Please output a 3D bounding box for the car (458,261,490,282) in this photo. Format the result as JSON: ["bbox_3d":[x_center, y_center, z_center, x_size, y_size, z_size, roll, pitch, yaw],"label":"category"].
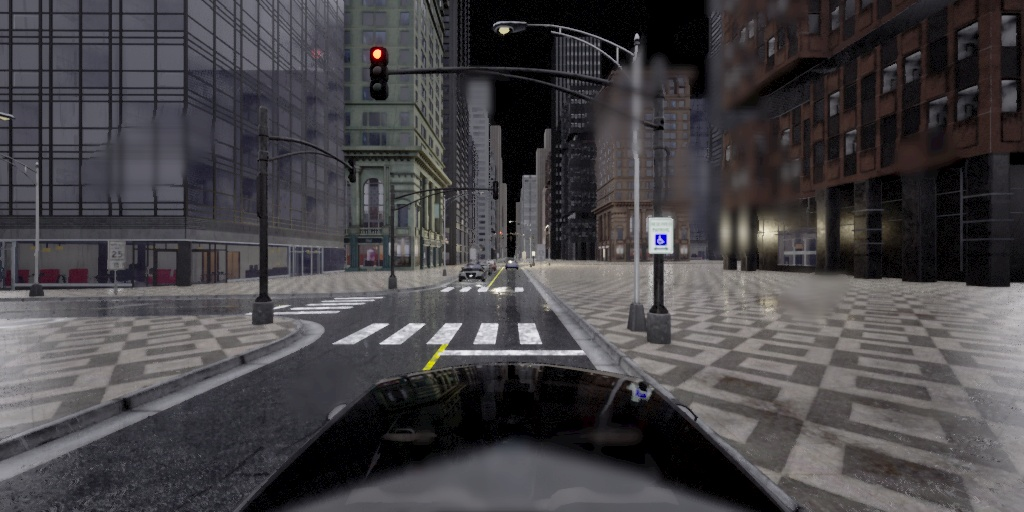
[{"bbox_3d":[-3.111,1.314,28.981,1.994,1.385,4.181,0,0,0],"label":"car"}]

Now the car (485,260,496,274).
[{"bbox_3d":[-3.105,1.243,37.951,2.128,1.511,4.902,0,0,0],"label":"car"}]

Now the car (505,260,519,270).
[{"bbox_3d":[-0.015,1.325,53.394,1.994,1.385,4.181,0,0,0],"label":"car"}]
